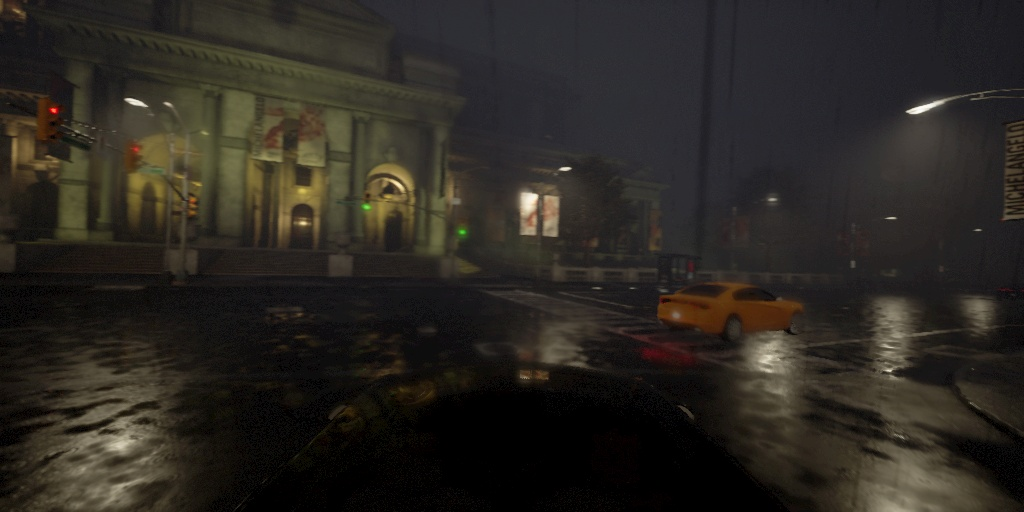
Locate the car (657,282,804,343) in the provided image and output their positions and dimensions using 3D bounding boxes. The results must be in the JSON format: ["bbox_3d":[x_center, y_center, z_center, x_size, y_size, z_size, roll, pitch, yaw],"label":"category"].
[{"bbox_3d":[6.687,1.549,10.843,5.008,1.535,1.882,2,-1,-26],"label":"car"}]

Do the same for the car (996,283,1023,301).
[{"bbox_3d":[41.856,2.977,29.274,5.008,1.535,1.882,2,0,-23],"label":"car"}]
